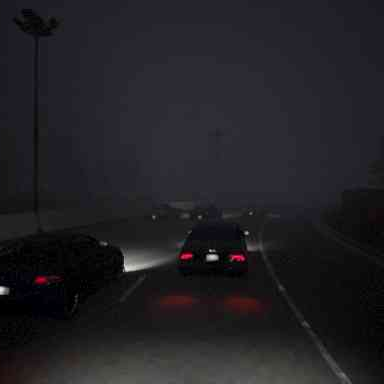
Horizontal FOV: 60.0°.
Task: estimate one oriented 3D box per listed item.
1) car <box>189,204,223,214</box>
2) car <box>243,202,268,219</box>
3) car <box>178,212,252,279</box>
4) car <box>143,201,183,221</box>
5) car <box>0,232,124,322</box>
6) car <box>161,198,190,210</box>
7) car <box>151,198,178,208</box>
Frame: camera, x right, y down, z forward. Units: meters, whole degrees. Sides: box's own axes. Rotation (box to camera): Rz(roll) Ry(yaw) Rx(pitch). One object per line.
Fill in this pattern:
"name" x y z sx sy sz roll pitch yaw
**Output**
"car" 1.312 1.710 28.545 1.895 1.301 4.718 0 0 18
"car" 5.920 1.656 31.001 1.812 1.442 4.674 0 0 20
"car" 0.778 1.588 10.268 2.033 1.411 5.357 0 0 7
"car" -2.365 1.700 28.533 1.895 1.301 4.718 0 0 17
"car" -2.959 1.584 7.418 1.994 1.385 4.181 0 0 5
"car" -2.253 1.646 47.368 1.882 1.535 5.008 0 0 28
"car" -4.122 1.703 51.161 1.812 1.442 4.674 0 0 29
